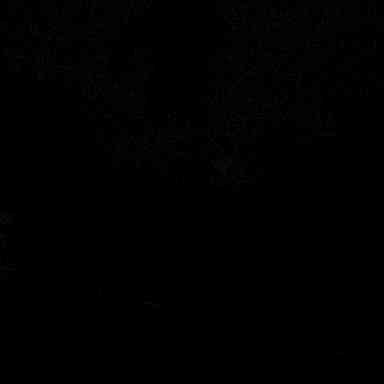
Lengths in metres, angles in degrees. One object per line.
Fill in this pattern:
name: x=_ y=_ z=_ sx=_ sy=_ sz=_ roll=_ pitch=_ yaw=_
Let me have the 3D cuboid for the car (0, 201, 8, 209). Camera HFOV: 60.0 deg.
car: x=-18.138 y=0.954 z=27.873 sx=1.895 sy=1.301 sz=4.718 roll=2 pitch=0 yaw=20

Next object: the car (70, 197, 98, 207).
car: x=-15.009 y=1.440 z=46.530 sx=1.994 sy=1.385 sz=4.181 roll=2 pitch=-2 yaw=20
